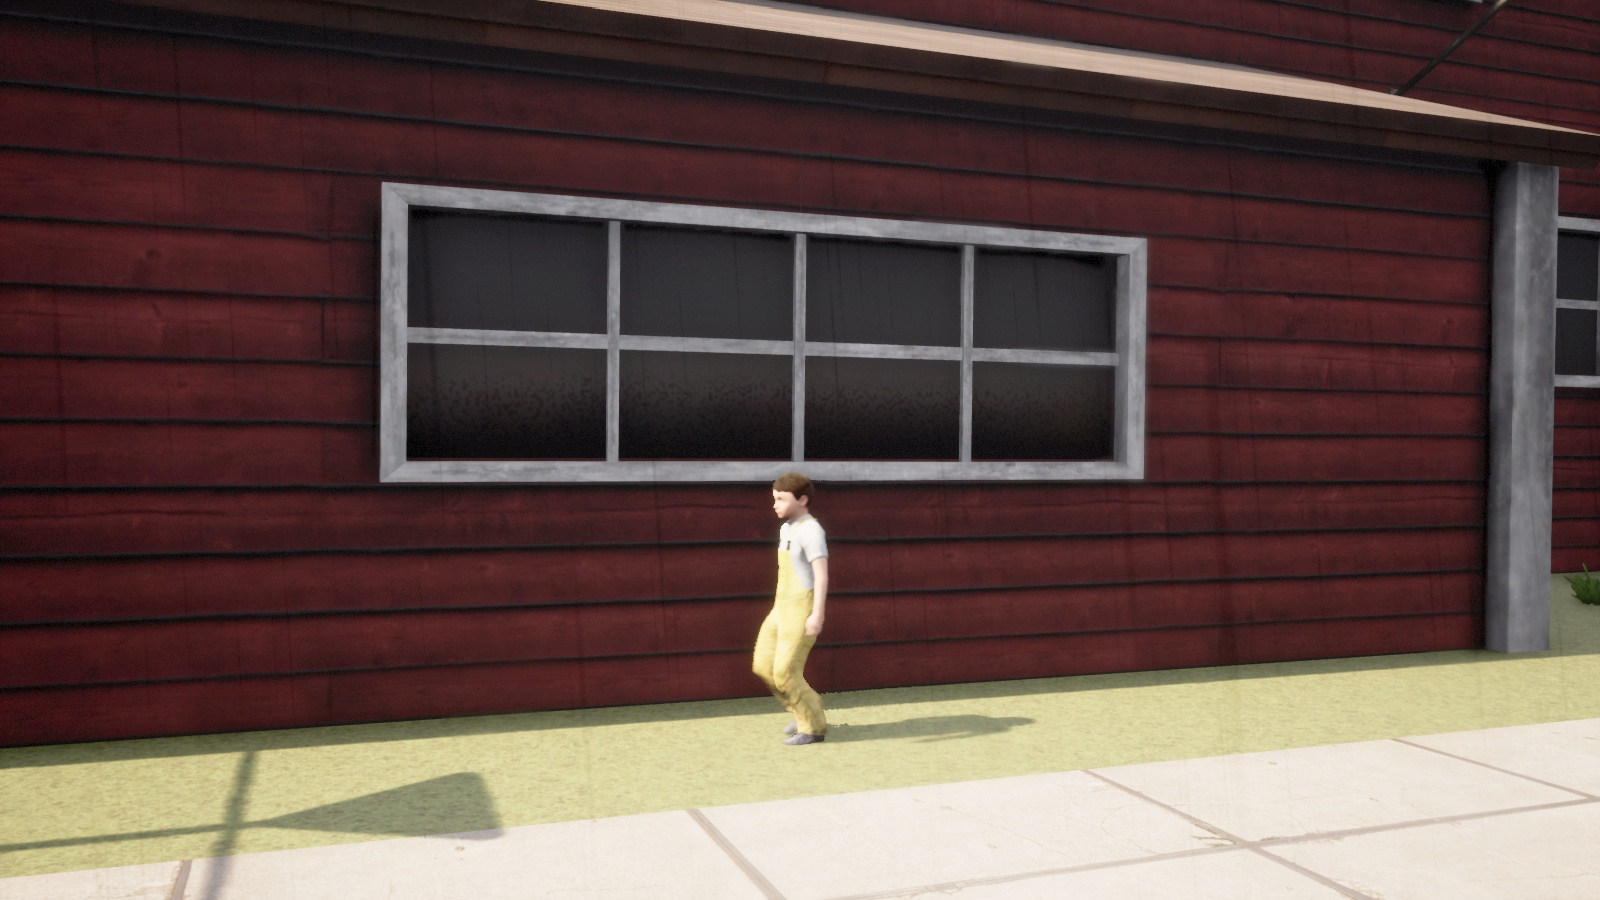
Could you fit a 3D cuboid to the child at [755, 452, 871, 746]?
[{"bbox_3d":[0.057,0.648,5.646,0.437,1.263,0.270,-1,1,-23],"label":"child"}]
